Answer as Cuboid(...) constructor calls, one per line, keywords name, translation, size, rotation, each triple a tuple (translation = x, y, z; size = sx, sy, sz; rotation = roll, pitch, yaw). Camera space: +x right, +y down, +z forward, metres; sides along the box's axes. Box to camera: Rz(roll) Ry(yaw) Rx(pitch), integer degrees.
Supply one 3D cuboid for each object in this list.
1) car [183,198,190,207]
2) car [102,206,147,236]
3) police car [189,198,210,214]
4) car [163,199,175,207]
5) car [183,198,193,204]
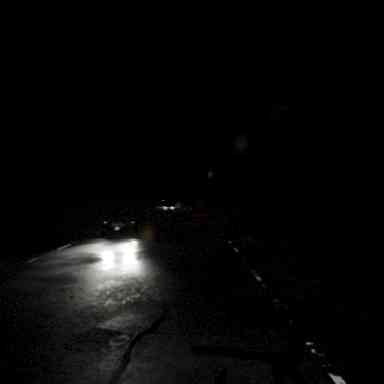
Cuboid(name="car", translation=(-0.554, 1.875, 57.650), size=(2.128, 1.511, 4.902), rotation=(0, -1, -1))
Cuboid(name="car", translation=(-3.666, 1.535, 18.698), size=(2.128, 1.511, 4.902), rotation=(0, 0, 0))
Cuboid(name="police car", translation=(0.970, 1.620, 38.580), size=(1.930, 1.638, 5.238), rotation=(0, -1, -1))
Cuboid(name="car", translation=(-4.163, 1.976, 60.061), size=(1.994, 1.385, 4.181), rotation=(0, -1, -1))
Cuboid(name="car", translation=(-0.897, 1.990, 73.028), size=(1.994, 1.385, 4.181), rotation=(0, -1, -1))
